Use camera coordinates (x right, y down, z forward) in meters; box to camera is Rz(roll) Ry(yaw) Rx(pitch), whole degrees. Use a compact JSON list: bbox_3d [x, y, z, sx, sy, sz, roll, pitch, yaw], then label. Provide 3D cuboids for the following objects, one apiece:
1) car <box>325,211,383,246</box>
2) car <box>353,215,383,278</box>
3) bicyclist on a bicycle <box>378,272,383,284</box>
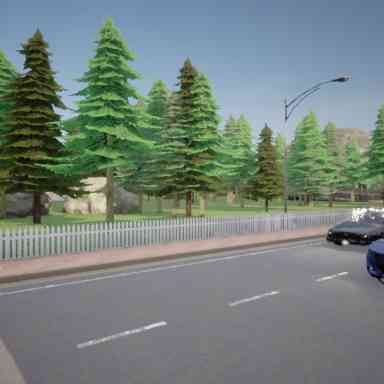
[{"bbox_3d":[7.985,1.547,14.275,5.357,1.411,2.033,0,0,-36],"label":"car"},{"bbox_3d":[6.655,1.479,8.982,5.008,1.535,1.882,0,0,-35],"label":"car"},{"bbox_3d":[4.676,1.488,6.745,1.656,0.582,1.620,-8,-48,25],"label":"bicyclist on a bicycle"}]
